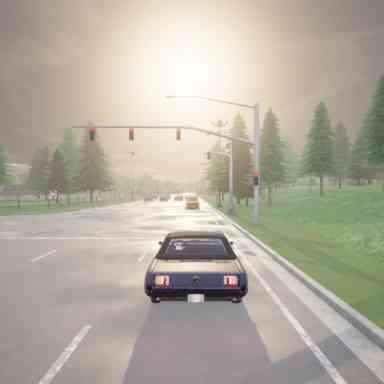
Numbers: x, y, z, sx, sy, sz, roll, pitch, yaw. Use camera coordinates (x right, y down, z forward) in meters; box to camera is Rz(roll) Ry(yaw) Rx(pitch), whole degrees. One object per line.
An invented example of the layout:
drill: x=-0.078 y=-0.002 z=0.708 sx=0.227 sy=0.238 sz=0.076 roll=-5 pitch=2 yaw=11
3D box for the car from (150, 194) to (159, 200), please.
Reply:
car: x=-10.316 y=1.332 z=90.865 sx=1.837 sy=1.490 sz=4.892 roll=0 pitch=0 yaw=0

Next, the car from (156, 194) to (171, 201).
car: x=-6.837 y=1.531 z=80.438 sx=2.033 sy=1.411 sz=5.357 roll=0 pitch=0 yaw=0

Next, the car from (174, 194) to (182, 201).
car: x=-3.336 y=1.545 z=80.848 sx=1.994 sy=1.385 sz=4.181 roll=0 pitch=0 yaw=0

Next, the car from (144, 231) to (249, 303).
car: x=0.096 y=1.601 z=8.136 sx=1.895 sy=1.301 sz=4.718 roll=0 pitch=0 yaw=1

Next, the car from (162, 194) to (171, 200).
car: x=-6.816 y=1.372 z=90.858 sx=2.033 sy=1.411 sz=5.357 roll=0 pitch=0 yaw=0

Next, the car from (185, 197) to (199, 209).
car: x=0.046 y=1.576 z=49.804 sx=2.033 sy=1.411 sz=5.357 roll=-1 pitch=1 yaw=1

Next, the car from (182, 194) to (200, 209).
car: x=-0.034 y=1.084 z=46.326 sx=1.882 sy=1.535 sz=5.008 roll=-3 pitch=17 yaw=-3

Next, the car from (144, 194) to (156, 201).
car: x=-10.337 y=1.531 z=80.445 sx=2.033 sy=1.411 sz=5.357 roll=0 pitch=0 yaw=0

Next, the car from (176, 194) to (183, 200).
car: x=-3.316 y=1.357 z=90.851 sx=1.812 sy=1.442 sz=4.674 roll=0 pitch=0 yaw=0
